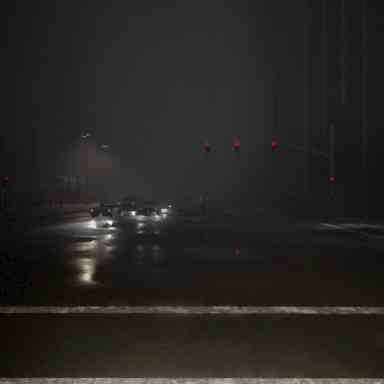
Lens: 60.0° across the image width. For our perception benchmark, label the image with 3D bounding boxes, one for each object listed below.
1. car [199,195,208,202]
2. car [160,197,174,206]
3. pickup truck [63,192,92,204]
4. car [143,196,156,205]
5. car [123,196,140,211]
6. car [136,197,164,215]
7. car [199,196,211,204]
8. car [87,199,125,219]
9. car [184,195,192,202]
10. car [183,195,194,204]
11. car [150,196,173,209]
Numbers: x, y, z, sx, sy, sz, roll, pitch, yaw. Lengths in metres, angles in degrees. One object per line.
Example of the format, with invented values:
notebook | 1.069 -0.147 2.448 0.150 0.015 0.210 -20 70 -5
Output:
car | 2.555 1.524 75.254 1.812 1.442 4.674 0 0 -1
car | -4.337 1.547 57.746 2.033 1.411 5.357 0 0 0
pickup truck | -20.918 1.059 60.092 2.390 2.098 6.274 0 0 30
car | -7.867 1.477 61.682 1.882 1.535 5.008 0 0 0
car | -7.696 1.351 40.758 2.097 1.767 4.553 0 0 0
car | -4.138 1.526 33.371 1.812 1.442 4.674 0 0 -1
car | 2.757 1.491 64.870 2.128 1.511 4.902 0 0 -1
car | -7.562 1.601 29.617 1.895 1.301 4.718 0 0 -1
car | -0.947 1.478 75.459 1.882 1.535 5.008 0 0 -1
car | -0.749 1.352 65.456 2.097 1.767 4.553 0 0 -1
car | -4.246 1.492 46.316 2.128 1.511 4.902 0 0 0
